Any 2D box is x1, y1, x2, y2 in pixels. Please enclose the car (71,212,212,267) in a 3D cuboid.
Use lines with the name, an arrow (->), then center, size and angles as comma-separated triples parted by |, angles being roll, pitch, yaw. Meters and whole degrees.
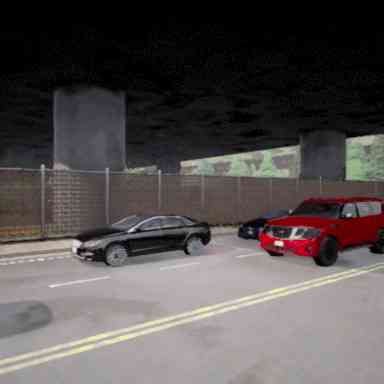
car -> -1.556, 1.484, 11.477 | 4.902, 1.511, 2.128 | 0, 0, -35

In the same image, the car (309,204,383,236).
car -> 8.980, 1.481, 18.952 | 4.892, 1.490, 1.837 | 0, 0, -35

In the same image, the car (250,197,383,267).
car -> 4.902, 1.206, 11.772 | 5.566, 2.045, 2.150 | 0, 0, -36

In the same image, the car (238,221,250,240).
car -> 4.123, 1.556, 15.417 | 4.181, 1.385, 1.994 | 0, 0, -36
